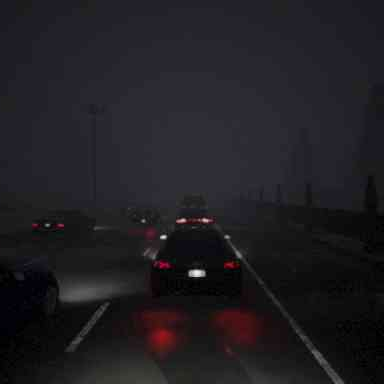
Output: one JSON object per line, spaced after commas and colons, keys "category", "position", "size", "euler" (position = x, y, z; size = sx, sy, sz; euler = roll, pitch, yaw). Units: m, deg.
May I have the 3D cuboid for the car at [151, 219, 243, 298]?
{"category": "car", "position": [0.095, 1.609, 8.625], "size": [1.994, 1.385, 4.181], "euler": [0, -1, 0]}

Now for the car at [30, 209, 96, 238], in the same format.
{"category": "car", "position": [-6.901, 1.646, 18.395], "size": [2.033, 1.411, 5.357], "euler": [0, 0, 0]}

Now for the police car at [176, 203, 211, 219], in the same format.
{"category": "police car", "position": [0.101, 1.604, 18.588], "size": [2.038, 1.542, 4.974], "euler": [0, 0, 0]}

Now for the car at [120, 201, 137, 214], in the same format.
{"category": "car", "position": [-6.899, 1.768, 38.111], "size": [1.994, 1.385, 4.181], "euler": [0, 0, 0]}

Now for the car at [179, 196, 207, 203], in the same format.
{"category": "car", "position": [0.100, 1.377, 28.951], "size": [2.150, 2.045, 5.566], "euler": [0, 0, 0]}

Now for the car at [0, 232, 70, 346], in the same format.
{"category": "car", "position": [-3.401, 1.549, 4.315], "size": [1.812, 1.442, 4.674], "euler": [0, 0, 0]}

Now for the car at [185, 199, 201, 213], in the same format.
{"category": "car", "position": [0.100, 1.677, 41.475], "size": [1.801, 1.575, 5.366], "euler": [0, 0, 0]}

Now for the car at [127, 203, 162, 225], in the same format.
{"category": "car", "position": [-3.400, 1.738, 25.546], "size": [1.895, 1.301, 4.718], "euler": [0, 0, 0]}
